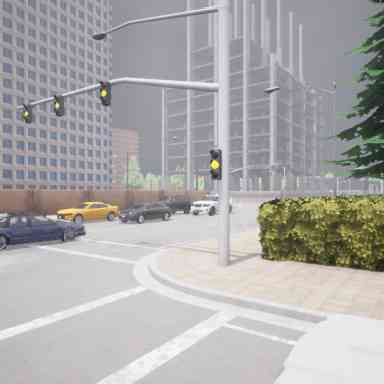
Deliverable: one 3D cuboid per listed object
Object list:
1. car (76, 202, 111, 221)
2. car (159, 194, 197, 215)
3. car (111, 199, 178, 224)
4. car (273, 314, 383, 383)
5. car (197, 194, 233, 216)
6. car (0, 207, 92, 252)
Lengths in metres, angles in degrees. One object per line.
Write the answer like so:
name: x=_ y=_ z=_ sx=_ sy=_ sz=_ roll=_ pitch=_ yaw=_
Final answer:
car: x=-7.950 y=1.533 z=25.723 sx=1.882 sy=1.535 sz=5.008 roll=0 pitch=0 yaw=35
car: x=-2.180 y=1.277 z=33.812 sx=2.150 sy=2.045 sz=5.566 roll=0 pitch=0 yaw=35
car: x=-3.561 y=1.560 z=25.850 sx=1.837 sy=1.490 sz=4.892 roll=0 pitch=0 yaw=35
car: x=2.861 y=1.601 z=1.926 sx=4.718 sy=1.301 sz=1.895 roll=0 pitch=0 yaw=36
car: x=2.165 y=1.277 z=33.860 sx=2.150 sy=2.045 sz=5.566 roll=0 pitch=0 yaw=36
car: x=-7.261 y=1.592 z=14.278 sx=2.033 sy=1.411 sz=5.357 roll=0 pitch=0 yaw=35
